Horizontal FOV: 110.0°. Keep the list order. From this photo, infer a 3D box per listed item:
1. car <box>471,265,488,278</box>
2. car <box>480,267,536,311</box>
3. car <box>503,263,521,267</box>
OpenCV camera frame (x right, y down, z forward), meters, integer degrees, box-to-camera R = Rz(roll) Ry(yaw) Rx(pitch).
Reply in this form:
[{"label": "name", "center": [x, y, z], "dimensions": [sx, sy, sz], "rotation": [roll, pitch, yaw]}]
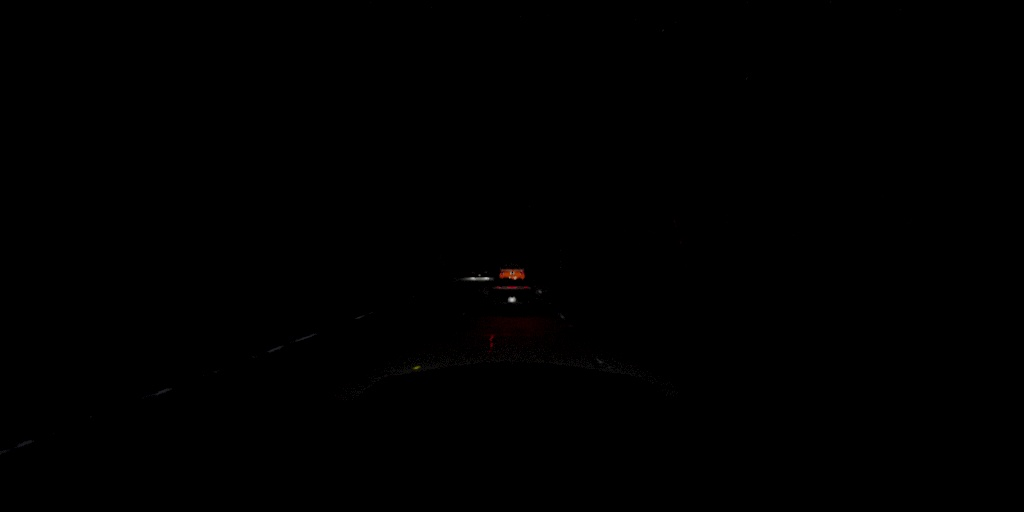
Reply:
[{"label": "car", "center": [-3.509, 1.714, 41.413], "dimensions": [2.033, 1.411, 5.357], "rotation": [0, -1, 0]}, {"label": "car", "center": [0.017, 1.393, 15.389], "dimensions": [2.128, 1.511, 4.902], "rotation": [0, 0, 0]}, {"label": "car", "center": [0.018, 1.407, 30.363], "dimensions": [2.097, 1.767, 4.553], "rotation": [0, -1, 0]}]
